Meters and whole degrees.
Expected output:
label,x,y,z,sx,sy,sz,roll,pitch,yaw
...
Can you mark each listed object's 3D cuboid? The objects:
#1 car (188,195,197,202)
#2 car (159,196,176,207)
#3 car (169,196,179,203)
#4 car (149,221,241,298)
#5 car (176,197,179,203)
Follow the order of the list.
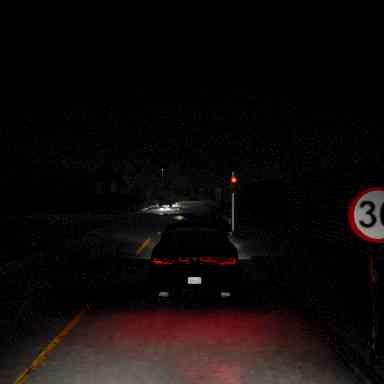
label,x,y,z,sx,sy,sz,roll,pitch,yaw
car,0.182,1.339,71.375,1.812,1.442,4.674,0,0,0
car,-3.965,1.491,50.921,2.128,1.511,4.902,0,0,0
car,-3.820,1.595,70.453,1.895,1.301,4.718,0,0,0
car,0.073,1.478,8.600,1.882,1.535,5.008,0,0,1
car,-3.918,1.492,60.401,2.128,1.511,4.902,0,0,0
